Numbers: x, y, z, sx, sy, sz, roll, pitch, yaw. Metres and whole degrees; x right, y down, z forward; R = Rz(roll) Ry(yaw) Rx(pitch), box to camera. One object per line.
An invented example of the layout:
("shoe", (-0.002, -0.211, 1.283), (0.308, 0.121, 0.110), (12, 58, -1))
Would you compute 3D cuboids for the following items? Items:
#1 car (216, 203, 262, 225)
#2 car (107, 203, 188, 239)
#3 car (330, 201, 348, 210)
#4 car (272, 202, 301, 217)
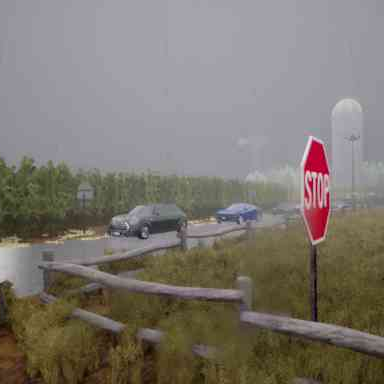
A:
("car", (3.724, 1.606, 25.766), (1.882, 1.535, 5.008), (-1, -1, 36))
("car", (-2.234, 1.396, 17.490), (2.097, 1.767, 4.553), (-1, -1, 36))
("car", (16.093, 1.719, 37.311), (2.033, 1.411, 5.357), (-1, 0, 35))
("car", (9.738, 1.749, 34.098), (1.994, 1.385, 4.181), (-1, -1, 36))
